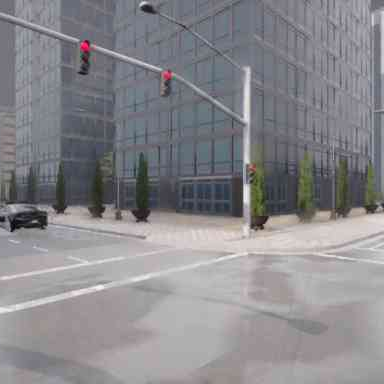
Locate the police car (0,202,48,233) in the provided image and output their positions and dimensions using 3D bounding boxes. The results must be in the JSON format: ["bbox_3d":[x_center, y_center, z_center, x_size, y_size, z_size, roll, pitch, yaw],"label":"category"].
[{"bbox_3d":[-10.343,1.400,19.726,5.238,1.638,1.930,0,0,44],"label":"police car"}]
